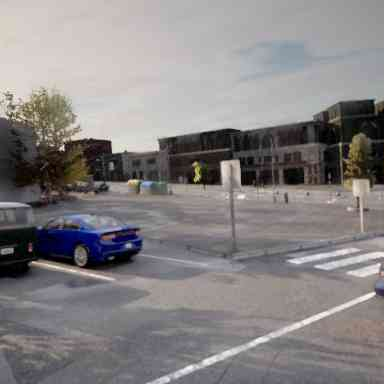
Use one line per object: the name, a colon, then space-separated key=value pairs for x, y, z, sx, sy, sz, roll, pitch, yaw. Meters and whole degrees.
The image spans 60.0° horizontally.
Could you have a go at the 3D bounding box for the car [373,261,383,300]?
car: x=5.845 y=1.529 z=7.022 sx=5.357 sy=1.411 sz=2.033 roll=0 pitch=0 yaw=-38

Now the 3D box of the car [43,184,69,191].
car: x=-25.217 y=-1.287 z=61.177 sx=2.185 sy=1.767 sz=4.553 roll=0 pitch=6 yaw=13

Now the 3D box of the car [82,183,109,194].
car: x=-15.386 y=-0.631 z=54.650 sx=2.163 sy=1.488 sz=4.792 roll=1 pitch=6 yaw=15

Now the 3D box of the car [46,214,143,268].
car: x=-3.925 y=1.491 z=11.356 sx=5.008 sy=1.535 sz=2.097 roll=-1 pitch=0 yaw=35

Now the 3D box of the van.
van: x=-6.471 y=1.272 z=9.689 sx=4.442 sy=1.987 sz=1.878 roll=-1 pitch=0 yaw=35
